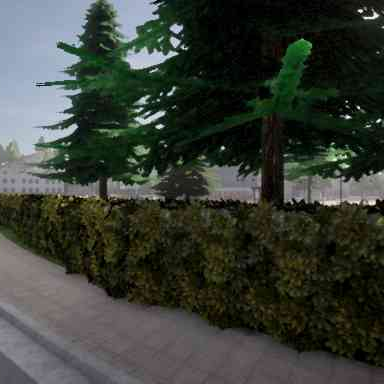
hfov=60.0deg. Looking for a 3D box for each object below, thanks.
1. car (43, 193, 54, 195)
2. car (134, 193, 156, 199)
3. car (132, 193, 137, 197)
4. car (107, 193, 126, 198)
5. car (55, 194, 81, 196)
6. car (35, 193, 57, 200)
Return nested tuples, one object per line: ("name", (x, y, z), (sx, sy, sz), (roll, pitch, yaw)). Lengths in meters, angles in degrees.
("car", (-29.661, 1.295, 72.138), (4.514, 1.523, 2.007), (0, 0, -36))
("car", (-7.945, 1.382, 60.661), (3.806, 1.475, 1.970), (0, 0, -36))
("car", (-10.904, 1.095, 77.745), (4.605, 1.855, 1.932), (0, 0, -36))
("car", (-20.394, 1.150, 90.259), (5.027, 1.636, 2.152), (0, 0, -36))
("car", (-23.868, 1.317, 63.995), (3.633, 1.501, 1.845), (0, 0, -36))
("car", (-36.346, 1.094, 82.672), (4.605, 1.855, 1.932), (0, 0, -36))
